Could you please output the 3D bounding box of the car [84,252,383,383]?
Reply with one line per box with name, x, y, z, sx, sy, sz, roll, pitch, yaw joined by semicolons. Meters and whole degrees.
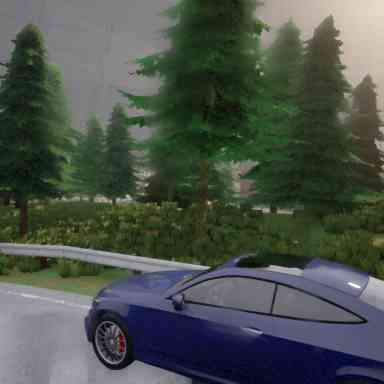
car;0.779;1.499;4.083;4.674;1.442;1.812;1;1;31
